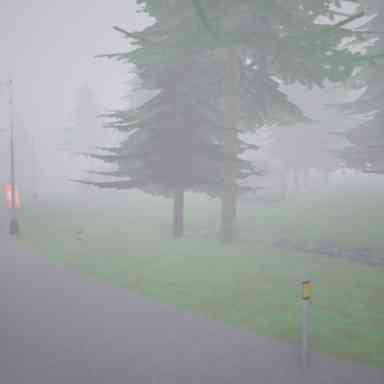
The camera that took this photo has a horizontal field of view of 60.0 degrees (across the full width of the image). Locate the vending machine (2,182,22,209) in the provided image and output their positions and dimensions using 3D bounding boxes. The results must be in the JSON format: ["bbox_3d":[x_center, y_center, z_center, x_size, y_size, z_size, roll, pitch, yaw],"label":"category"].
[{"bbox_3d":[-14.889,0.301,27.558,1.100,2.100,0.880,-8,-1,-19],"label":"vending machine"}]
